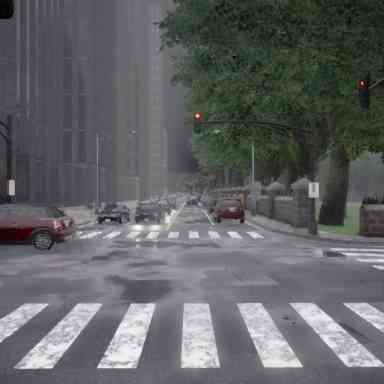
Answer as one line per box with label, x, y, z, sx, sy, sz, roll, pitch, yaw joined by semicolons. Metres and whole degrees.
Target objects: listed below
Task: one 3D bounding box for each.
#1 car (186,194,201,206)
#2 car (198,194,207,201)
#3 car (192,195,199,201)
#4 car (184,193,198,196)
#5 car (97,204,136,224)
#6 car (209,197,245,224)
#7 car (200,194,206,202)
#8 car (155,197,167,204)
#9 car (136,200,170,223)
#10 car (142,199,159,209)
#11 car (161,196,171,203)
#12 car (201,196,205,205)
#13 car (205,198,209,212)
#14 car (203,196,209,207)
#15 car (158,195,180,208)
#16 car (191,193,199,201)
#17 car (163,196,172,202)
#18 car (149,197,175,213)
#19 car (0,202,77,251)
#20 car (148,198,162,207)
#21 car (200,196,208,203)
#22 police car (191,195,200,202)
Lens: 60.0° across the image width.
car;0.045;1.569;55.252;1.812;1.442;4.674;0;0;0
car;2.677;1.399;85.131;2.192;1.841;5.009;0;0;0
car;0.814;1.591;85.763;1.837;1.490;4.892;0;0;0
car;0.025;1.407;65.015;2.097;1.767;4.553;0;0;0
car;-5.787;1.577;25.091;1.947;1.339;4.313;0;0;0
car;2.739;1.326;25.109;2.192;1.841;5.009;0;0;0
car;2.711;1.481;52.392;1.967;1.590;4.097;0;0;0
car;-5.825;1.635;63.291;1.802;1.307;4.206;0;0;0
car;-3.126;1.559;25.610;2.033;1.411;5.357;0;0;0
car;-5.809;1.616;46.919;1.802;1.307;4.206;0;0;0
car;-5.837;1.611;74.204;1.887;1.381;4.507;0;0;0
car;2.716;1.585;46.935;2.008;1.369;4.403;0;0;0
car;2.727;1.588;36.022;1.947;1.339;4.313;0;0;0
car;2.722;1.579;41.478;2.008;1.369;4.403;0;0;0
car;-3.135;1.524;45.514;2.128;1.511;4.902;0;0;0
car;0.809;1.320;91.794;2.150;2.045;5.566;0;0;0
car;-5.842;1.620;79.662;1.887;1.381;4.507;0;0;0
car;-3.121;1.547;35.247;1.812;1.442;4.674;0;0;0
car;-7.033;1.252;13.118;4.553;1.767;2.097;1;0;0
car;-5.814;1.623;52.376;1.802;1.307;4.206;0;0;0
car;2.688;1.592;74.387;1.752;1.417;4.829;0;0;0
police car;0.825;1.495;75.873;1.930;1.638;5.238;0;0;0
